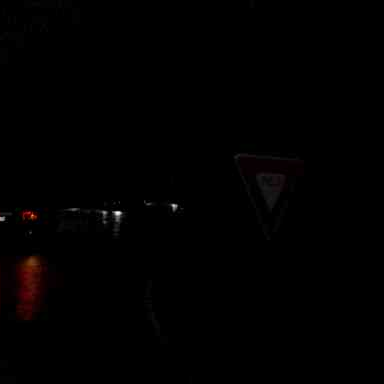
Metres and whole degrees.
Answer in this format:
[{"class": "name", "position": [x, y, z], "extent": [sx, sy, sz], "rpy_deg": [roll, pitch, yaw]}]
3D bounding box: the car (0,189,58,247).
[{"class": "car", "position": [-6.791, 0.897, 13.256], "extent": [2.150, 2.045, 5.566], "rpy_deg": [1, 1, -15]}]

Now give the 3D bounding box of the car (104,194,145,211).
[{"class": "car", "position": [-6.388, 0.921, 32.100], "extent": [1.837, 1.490, 4.892], "rpy_deg": [2, 1, 26]}]

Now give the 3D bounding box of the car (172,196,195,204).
[{"class": "car", "position": [-0.676, 0.833, 44.346], "extent": [2.033, 1.411, 5.357], "rpy_deg": [2, 1, 25]}]
